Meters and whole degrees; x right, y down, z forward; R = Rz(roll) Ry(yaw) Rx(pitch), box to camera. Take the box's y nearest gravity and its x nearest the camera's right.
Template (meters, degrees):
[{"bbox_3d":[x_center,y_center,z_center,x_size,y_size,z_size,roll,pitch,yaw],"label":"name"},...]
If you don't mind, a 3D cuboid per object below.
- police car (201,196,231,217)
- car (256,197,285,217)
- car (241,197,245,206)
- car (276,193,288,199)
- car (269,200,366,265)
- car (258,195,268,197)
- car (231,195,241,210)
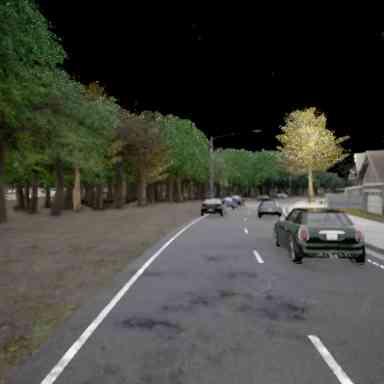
[{"bbox_3d":[2.035,1.247,29.718,1.930,1.638,5.238,0,0,11],"label":"police car"},{"bbox_3d":[6.749,1.400,29.074,1.994,1.385,4.181,0,0,11],"label":"car"},{"bbox_3d":[5.965,1.187,45.034,1.882,1.535,5.008,0,0,17],"label":"car"},{"bbox_3d":[20.631,0.959,76.254,1.994,1.385,4.181,0,0,31],"label":"car"},{"bbox_3d":[4.252,1.308,11.799,2.097,1.767,4.553,0,0,5],"label":"car"},{"bbox_3d":[13.300,1.192,61.739,1.895,1.301,4.718,0,0,24],"label":"car"},{"bbox_3d":[4.298,1.277,39.299,1.812,1.442,4.674,0,0,15],"label":"car"}]
